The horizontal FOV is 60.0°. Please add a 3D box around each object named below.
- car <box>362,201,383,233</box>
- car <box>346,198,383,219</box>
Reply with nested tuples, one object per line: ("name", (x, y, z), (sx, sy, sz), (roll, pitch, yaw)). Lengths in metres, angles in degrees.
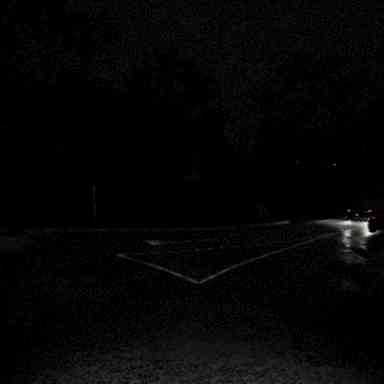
("car", (10.862, 1.390, 17.475), (4.181, 1.385, 1.994), (-1, 1, -45))
("car", (13.096, 1.191, 24.417), (4.674, 1.442, 1.812), (-3, 3, -41))
